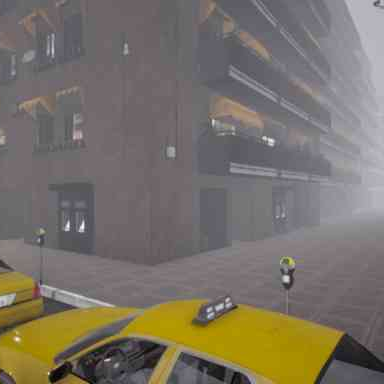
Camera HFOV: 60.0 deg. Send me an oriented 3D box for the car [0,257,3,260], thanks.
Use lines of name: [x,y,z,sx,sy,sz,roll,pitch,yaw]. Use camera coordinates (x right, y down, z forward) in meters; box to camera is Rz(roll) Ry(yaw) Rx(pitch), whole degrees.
car: [-4.618,1.526,6.031,4.829,1.417,1.752,0,0,36]

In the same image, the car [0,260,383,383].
car: [-0.031,1.525,2.749,4.829,1.417,1.752,0,0,36]
